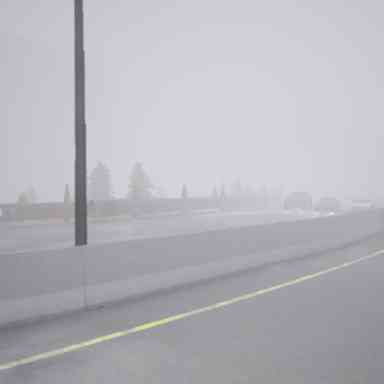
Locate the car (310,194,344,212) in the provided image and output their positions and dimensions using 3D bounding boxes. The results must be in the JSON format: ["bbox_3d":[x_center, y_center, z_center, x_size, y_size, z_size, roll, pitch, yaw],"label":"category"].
[{"bbox_3d":[13.881,1.207,33.926,1.837,1.490,4.892,0,0,33],"label":"car"}]

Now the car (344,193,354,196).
[{"bbox_3d":[31.462,0.895,67.061,1.812,1.442,4.674,0,0,11],"label":"car"}]

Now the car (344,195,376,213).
[{"bbox_3d":[15.360,1.233,29.941,1.812,1.442,4.674,0,0,35],"label":"car"}]

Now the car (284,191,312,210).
[{"bbox_3d":[12.114,0.923,37.538,2.150,2.045,5.566,0,0,33],"label":"car"}]

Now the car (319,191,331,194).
[{"bbox_3d":[28.656,0.468,71.544,1.882,1.535,5.008,-1,0,8],"label":"car"}]
